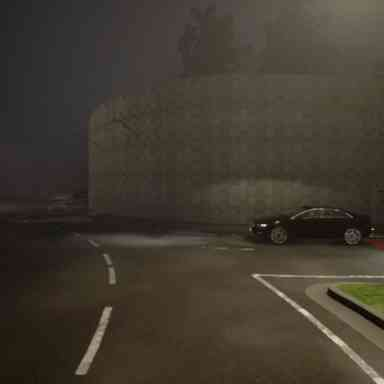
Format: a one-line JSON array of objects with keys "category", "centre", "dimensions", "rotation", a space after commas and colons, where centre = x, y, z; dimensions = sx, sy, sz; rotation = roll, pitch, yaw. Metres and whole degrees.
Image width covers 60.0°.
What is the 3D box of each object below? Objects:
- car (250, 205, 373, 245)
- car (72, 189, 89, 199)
[{"category": "car", "centre": [4.932, 1.330, 13.986], "dimensions": [4.902, 1.511, 2.128], "rotation": [0, 1, 0]}, {"category": "car", "centre": [-18.758, 0.315, 56.724], "dimensions": [2.097, 1.767, 4.553], "rotation": [1, 1, -3]}]
